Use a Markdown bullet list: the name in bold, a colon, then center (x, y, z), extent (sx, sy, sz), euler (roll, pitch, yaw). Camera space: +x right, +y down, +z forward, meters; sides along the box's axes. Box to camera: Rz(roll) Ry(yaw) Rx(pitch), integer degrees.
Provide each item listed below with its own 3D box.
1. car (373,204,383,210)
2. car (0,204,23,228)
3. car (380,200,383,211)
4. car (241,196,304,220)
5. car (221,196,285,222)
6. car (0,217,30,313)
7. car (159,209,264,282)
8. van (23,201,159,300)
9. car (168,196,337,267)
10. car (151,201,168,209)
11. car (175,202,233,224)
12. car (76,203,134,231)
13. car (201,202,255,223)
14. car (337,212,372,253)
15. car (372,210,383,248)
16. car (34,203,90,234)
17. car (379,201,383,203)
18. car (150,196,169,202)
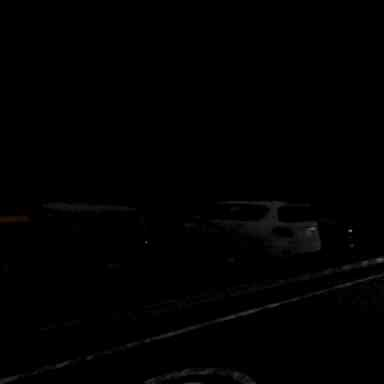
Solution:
- **car**: center (10.905, 1.657, 18.245), extent (2.097, 1.535, 5.008), euler (1, -1, -36)
- **car**: center (-10.360, 1.485, 18.892), extent (1.946, 1.575, 5.366), euler (1, 0, -36)
- **car**: center (30.428, 2.068, 48.076), extent (1.946, 1.575, 5.366), euler (1, -1, -36)
- **car**: center (7.569, 1.470, 31.913), extent (2.435, 2.045, 5.566), euler (1, -1, -36)
- **car**: center (5.405, 1.436, 30.364), extent (2.435, 2.045, 5.566), euler (1, -1, -36)
- **car**: center (-5.054, 1.464, 6.828), extent (2.231, 1.521, 4.892), euler (1, 0, -36)
- **car**: center (-0.494, 1.515, 10.089), extent (2.097, 1.535, 5.008), euler (1, 0, -36)
- **van**: center (-2.843, 1.263, 8.559), extent (1.878, 1.987, 4.442), euler (1, 0, -36)
- **car**: center (1.768, 1.290, 11.750), extent (2.435, 2.045, 5.566), euler (1, 0, -36)
- **car**: center (-3.689, 1.595, 23.928), extent (2.163, 1.488, 4.792), euler (1, 0, -36)
- **car**: center (0.861, 1.624, 27.141), extent (2.097, 1.535, 5.008), euler (1, 0, -36)
- **car**: center (-5.920, 1.569, 22.260), extent (2.163, 1.488, 4.792), euler (1, 0, -36)
- **car**: center (3.022, 1.693, 28.692), extent (2.002, 1.452, 4.674), euler (1, 0, -36)
- **car**: center (4.069, 1.568, 13.355), extent (2.231, 1.521, 4.892), euler (1, 0, -36)
- **car**: center (6.358, 1.625, 14.963), extent (2.163, 1.488, 4.792), euler (1, 0, -36)
- **car**: center (-8.199, 1.514, 20.660), extent (2.097, 1.535, 5.008), euler (1, 0, -36)
- **car**: center (28.059, 2.038, 46.615), extent (2.231, 1.521, 4.892), euler (1, -1, -36)
- **car**: center (-1.390, 1.342, 25.503), extent (2.435, 2.045, 5.566), euler (1, 0, -36)
